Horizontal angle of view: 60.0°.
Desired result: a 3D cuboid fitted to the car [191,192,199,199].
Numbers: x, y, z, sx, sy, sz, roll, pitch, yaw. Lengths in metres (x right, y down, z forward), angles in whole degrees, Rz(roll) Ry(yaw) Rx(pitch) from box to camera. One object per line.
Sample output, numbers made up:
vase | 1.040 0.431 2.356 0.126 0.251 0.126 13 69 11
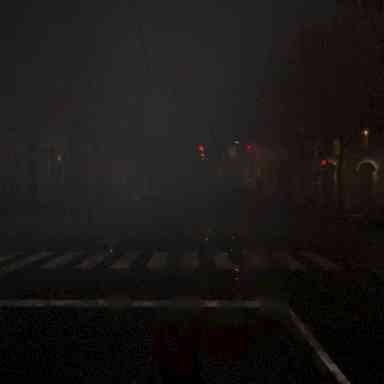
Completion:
car | 0.832 0.798 79.899 2.128 1.511 4.902 0 0 1

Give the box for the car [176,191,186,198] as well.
car | -2.668 0.627 79.931 2.097 1.767 4.553 0 0 1

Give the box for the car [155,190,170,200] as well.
car | -6.320 0.937 71.842 1.812 1.442 4.674 0 0 1

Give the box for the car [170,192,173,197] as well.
car | -6.019 0.715 87.897 1.895 1.301 4.718 0 0 1

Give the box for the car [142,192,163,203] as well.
car | -6.600 1.087 56.207 2.033 1.411 5.357 0 1 1

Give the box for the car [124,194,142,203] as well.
car | -10.098 1.086 56.280 2.033 1.411 5.357 0 1 1
